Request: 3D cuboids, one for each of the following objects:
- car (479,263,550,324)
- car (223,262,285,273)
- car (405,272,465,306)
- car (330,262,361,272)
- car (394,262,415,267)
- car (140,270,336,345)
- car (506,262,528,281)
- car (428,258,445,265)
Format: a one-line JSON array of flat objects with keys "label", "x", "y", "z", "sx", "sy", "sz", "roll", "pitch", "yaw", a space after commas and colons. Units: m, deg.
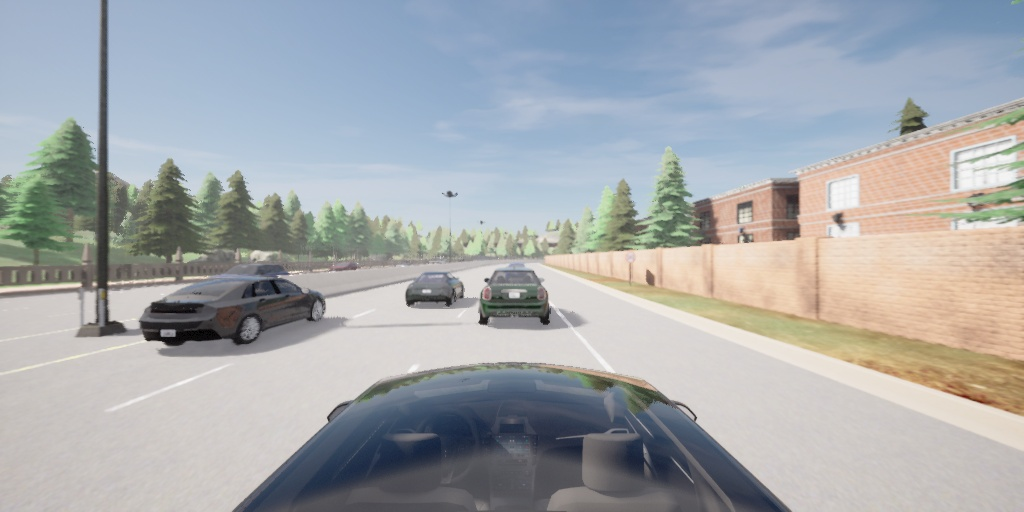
[{"label": "car", "x": 0.072, "y": 1.157, "z": 12.402, "sx": 2.097, "sy": 1.767, "sz": 4.553, "roll": 0, "pitch": 0, "yaw": 0}, {"label": "car", "x": -14.042, "y": 1.202, "z": 19.220, "sx": 2.097, "sy": 1.767, "sz": 4.553, "roll": 0, "pitch": 0, "yaw": 1}, {"label": "car", "x": -3.390, "y": 1.393, "z": 16.368, "sx": 1.994, "sy": 1.385, "sz": 4.181, "roll": 0, "pitch": 0, "yaw": 1}, {"label": "car", "x": -20.372, "y": 1.461, "z": 44.023, "sx": 1.882, "sy": 1.535, "sz": 5.008, "roll": 0, "pitch": -1, "yaw": 2}, {"label": "car", "x": -16.516, "y": 1.640, "z": 55.235, "sx": 1.895, "sy": 1.301, "sz": 4.718, "roll": 0, "pitch": 0, "yaw": 2}, {"label": "car", "x": -6.934, "y": 1.303, "z": 9.652, "sx": 1.837, "sy": 1.490, "sz": 4.892, "roll": 0, "pitch": 0, "yaw": 0}, {"label": "car", "x": 0.495, "y": 1.389, "z": 33.021, "sx": 1.882, "sy": 1.535, "sz": 5.008, "roll": 0, "pitch": 0, "yaw": 2}, {"label": "car", "x": -12.825, "y": 1.288, "z": 61.982, "sx": 2.150, "sy": 2.045, "sz": 5.566, "roll": 0, "pitch": 0, "yaw": 2}]
